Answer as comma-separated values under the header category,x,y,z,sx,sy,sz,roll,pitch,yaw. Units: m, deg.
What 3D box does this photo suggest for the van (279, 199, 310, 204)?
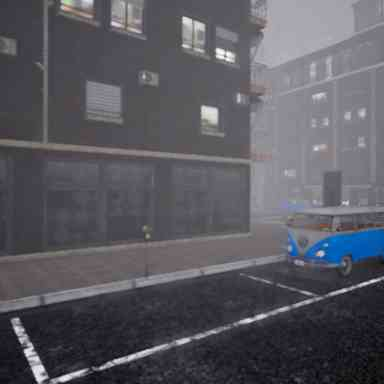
category,x,y,z,sx,sy,sz,roll,pitch,yaw
van,12.078,1.715,39.359,1.690,1.788,3.998,-1,0,-36

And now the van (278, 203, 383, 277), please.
category,x,y,z,sx,sy,sz,roll,pitch,yaw
van,4.527,1.331,9.922,3.998,1.788,1.690,0,0,-35
